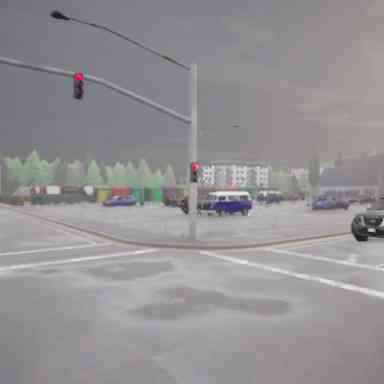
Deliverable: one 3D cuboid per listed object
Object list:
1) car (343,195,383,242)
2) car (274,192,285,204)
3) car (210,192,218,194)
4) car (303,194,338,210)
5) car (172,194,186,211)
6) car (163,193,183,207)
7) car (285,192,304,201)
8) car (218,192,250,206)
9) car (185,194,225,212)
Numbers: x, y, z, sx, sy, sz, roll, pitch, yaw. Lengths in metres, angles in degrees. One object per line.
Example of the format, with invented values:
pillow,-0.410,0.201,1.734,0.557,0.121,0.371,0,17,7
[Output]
car,9.516,1.176,15.064,5.566,2.045,2.150,0,0,-35
car,20.032,1.163,70.906,3.806,1.475,1.970,0,0,-35
car,5.784,1.212,60.802,3.905,1.438,1.784,0,0,-35
car,17.238,1.243,44.659,3.806,1.475,1.970,0,0,-35
car,-0.093,1.281,43.009,3.905,1.438,1.784,0,0,-35
car,-1.685,1.071,45.170,4.605,1.855,1.932,0,0,-35
car,21.695,0.924,68.536,3.866,1.878,1.905,0,0,-35
car,7.404,1.002,58.400,4.605,1.855,1.932,0,0,-35
car,1.578,1.313,40.645,3.806,1.475,1.970,0,0,-35
